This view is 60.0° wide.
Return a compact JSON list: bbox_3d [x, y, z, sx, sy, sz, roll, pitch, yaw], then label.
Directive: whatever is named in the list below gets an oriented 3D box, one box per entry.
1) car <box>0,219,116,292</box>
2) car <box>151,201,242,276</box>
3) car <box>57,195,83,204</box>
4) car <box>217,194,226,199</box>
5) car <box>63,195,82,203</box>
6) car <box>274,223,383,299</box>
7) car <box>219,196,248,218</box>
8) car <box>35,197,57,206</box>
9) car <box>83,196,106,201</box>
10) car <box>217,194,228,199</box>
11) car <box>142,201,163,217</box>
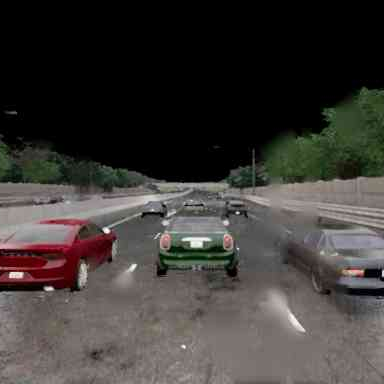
[{"bbox_3d":[-3.386,1.448,8.903,1.882,1.535,5.008,0,0,0],"label":"car"},{"bbox_3d":[0.118,1.317,10.393,2.097,1.767,4.553,0,0,0],"label":"car"},{"bbox_3d":[-17.315,1.339,48.614,2.128,1.511,4.902,0,0,1],"label":"car"},{"bbox_3d":[7.842,1.199,89.008,1.994,1.385,4.181,0,0,1],"label":"car"},{"bbox_3d":[-23.413,1.300,65.387,2.128,1.511,4.902,0,0,-2],"label":"car"},{"bbox_3d":[3.611,1.520,8.575,2.033,1.411,5.357,0,0,0],"label":"car"},{"bbox_3d":[3.701,1.414,29.241,1.837,1.490,4.892,0,0,0],"label":"car"},{"bbox_3d":[-20.816,1.414,47.993,1.994,1.385,4.181,0,0,1],"label":"car"},{"bbox_3d":[-13.818,1.327,48.531,1.882,1.535,5.008,0,0,1],"label":"car"},{"bbox_3d":[7.565,1.164,78.314,2.128,1.511,4.902,0,0,2],"label":"car"},{"bbox_3d":[-3.295,1.470,29.848,1.994,1.385,4.181,0,0,0],"label":"car"}]
